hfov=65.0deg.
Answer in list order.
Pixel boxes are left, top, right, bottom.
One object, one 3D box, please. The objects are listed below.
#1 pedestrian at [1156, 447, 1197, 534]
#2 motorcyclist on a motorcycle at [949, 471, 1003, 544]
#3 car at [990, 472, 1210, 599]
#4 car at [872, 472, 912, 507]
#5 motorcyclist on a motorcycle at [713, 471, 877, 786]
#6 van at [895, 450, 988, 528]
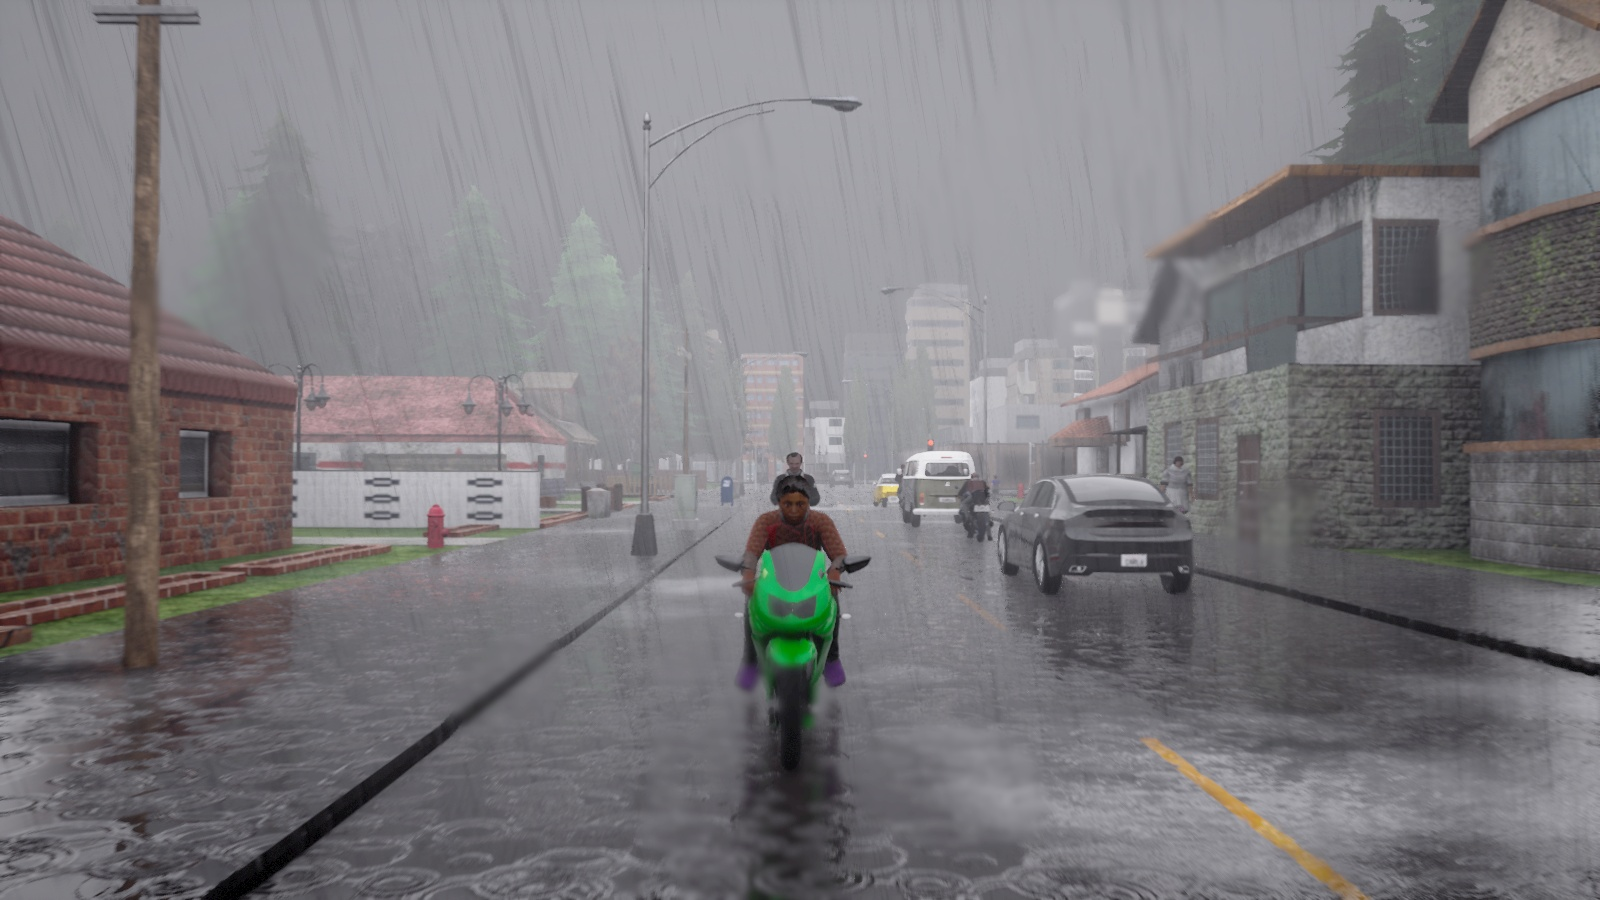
[{"bbox_3d":[8.518,0.911,28.427,0.659,1.952,0.873,0,-1,0],"label":"pedestrian"},{"bbox_3d":[3.893,1.247,27.939,0.866,1.530,2.191,0,-1,0],"label":"motorcyclist on a motorcycle"},{"bbox_3d":[3.933,1.060,17.363,1.837,1.490,4.892,0,-1,0],"label":"car"},{"bbox_3d":[3.811,1.628,52.116,1.481,1.376,2.207,0,-1,0],"label":"car"},{"bbox_3d":[-0.029,0.902,7.135,0.797,1.523,2.044,0,-2,0],"label":"motorcyclist on a motorcycle"},{"bbox_3d":[3.866,1.043,35.159,2.069,2.038,4.480,0,-1,0],"label":"van"}]
